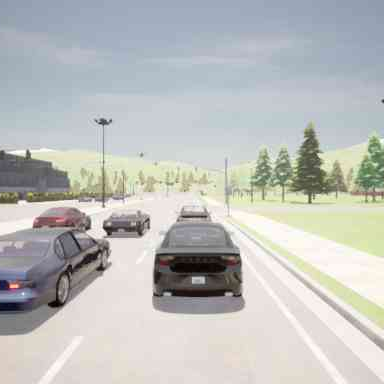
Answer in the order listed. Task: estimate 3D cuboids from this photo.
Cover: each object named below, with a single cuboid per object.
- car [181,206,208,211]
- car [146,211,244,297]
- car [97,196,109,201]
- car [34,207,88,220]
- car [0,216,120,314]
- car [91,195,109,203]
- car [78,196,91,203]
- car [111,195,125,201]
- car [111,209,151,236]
[{"bbox_3d":[0.105,1.490,18.104,2.128,1.511,4.902,0,0,0],"label":"car"},{"bbox_3d":[0.123,1.477,8.613,1.882,1.535,5.008,0,0,0],"label":"car"},{"bbox_3d":[-23.092,1.590,86.664,1.895,1.301,4.718,0,0,0],"label":"car"},{"bbox_3d":[-6.946,1.525,18.109,1.812,1.442,4.674,0,0,0],"label":"car"},{"bbox_3d":[-3.402,1.547,7.875,2.033,1.411,5.357,0,0,0],"label":"car"},{"bbox_3d":[-19.624,1.496,71.965,1.837,1.490,4.892,0,0,0],"label":"car"},{"bbox_3d":[-23.124,1.591,71.905,1.895,1.301,4.718,0,0,0],"label":"car"},{"bbox_3d":[-19.592,1.473,86.568,1.882,1.535,5.008,0,0,0],"label":"car"},{"bbox_3d":[-3.440,1.600,18.467,1.895,1.301,4.718,0,0,0],"label":"car"}]
